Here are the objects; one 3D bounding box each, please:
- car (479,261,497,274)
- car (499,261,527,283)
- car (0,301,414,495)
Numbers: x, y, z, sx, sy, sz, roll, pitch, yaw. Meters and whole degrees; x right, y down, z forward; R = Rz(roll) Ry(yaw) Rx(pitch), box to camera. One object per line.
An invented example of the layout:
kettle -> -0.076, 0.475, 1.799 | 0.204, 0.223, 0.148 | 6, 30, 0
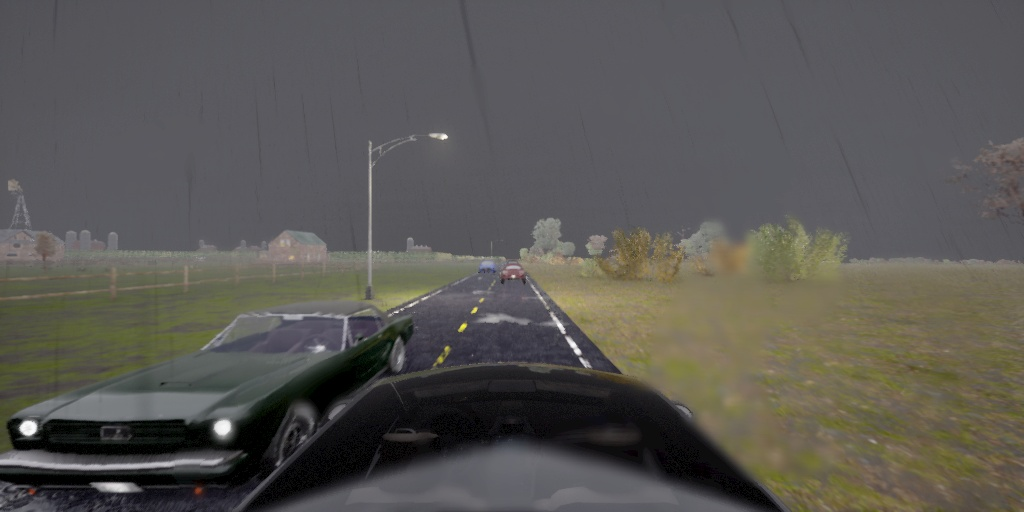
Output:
car -> -2.842, 1.294, 42.309 | 1.882, 1.535, 5.008 | 0, 0, 0
car -> 0.102, 1.299, 28.063 | 1.812, 1.442, 4.674 | 0, 0, 0
car -> -2.840, 1.353, 4.779 | 1.895, 1.301, 4.718 | 0, 0, 0
